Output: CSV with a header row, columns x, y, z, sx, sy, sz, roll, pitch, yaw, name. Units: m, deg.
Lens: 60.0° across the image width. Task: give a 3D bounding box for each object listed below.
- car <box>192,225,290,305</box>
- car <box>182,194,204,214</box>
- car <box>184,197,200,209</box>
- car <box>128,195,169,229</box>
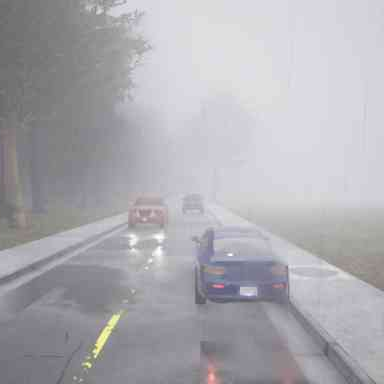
x,y,z,sx,sy,sz,roll,pitch,yaw,name
0.973,1.526,7.978,1.812,1.442,4.674,0,0,0,car
0.116,1.222,35.902,2.150,2.045,5.566,0,0,0,car
0.087,1.493,46.478,2.128,1.511,4.902,0,0,1,car
-2.723,1.222,21.954,2.150,2.045,5.566,0,0,0,car
